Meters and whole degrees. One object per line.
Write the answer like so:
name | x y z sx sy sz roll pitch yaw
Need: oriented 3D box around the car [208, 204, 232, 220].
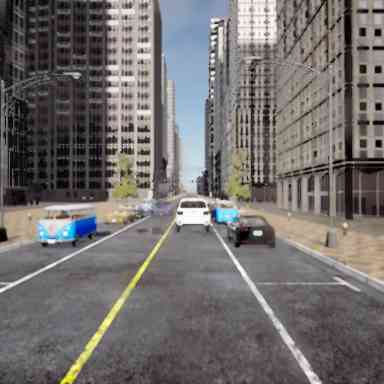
car | 2.658 1.887 32.601 1.947 1.339 4.313 0 -1 0

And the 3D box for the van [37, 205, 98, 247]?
van | -5.705 1.501 15.589 1.690 1.788 3.998 0 -1 0

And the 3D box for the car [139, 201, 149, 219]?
car | -5.723 1.873 32.591 2.008 1.369 4.403 0 -1 0

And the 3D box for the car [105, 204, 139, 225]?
car | -5.717 1.792 26.754 1.752 1.417 4.829 0 -1 0

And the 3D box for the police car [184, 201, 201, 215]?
police car | 0.057 1.914 41.844 2.038 1.542 4.974 0 0 0

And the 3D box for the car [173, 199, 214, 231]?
car | 0.077 1.451 22.686 2.150 2.045 5.566 0 0 0

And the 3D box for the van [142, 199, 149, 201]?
van | -5.734 1.768 43.930 1.690 1.788 3.998 0 -1 0

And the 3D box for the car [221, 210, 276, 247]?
car | 2.675 1.725 15.596 1.947 1.339 4.313 0 -1 0

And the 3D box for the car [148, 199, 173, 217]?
car | -3.133 1.705 35.890 2.097 1.767 4.553 0 -1 0

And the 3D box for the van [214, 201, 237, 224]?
van | 2.664 1.609 26.935 1.690 1.788 3.998 0 -1 0

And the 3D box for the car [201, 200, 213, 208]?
car | 2.628 2.124 60.943 2.008 1.369 4.403 0 0 0

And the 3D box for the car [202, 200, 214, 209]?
car | 2.634 2.052 55.446 1.752 1.417 4.829 0 0 0

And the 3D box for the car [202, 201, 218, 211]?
car | 2.640 2.027 49.605 2.008 1.369 4.403 0 0 0

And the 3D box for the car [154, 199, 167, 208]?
car | -5.752 2.014 60.934 1.967 1.590 4.097 0 0 0

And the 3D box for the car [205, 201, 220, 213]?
car | 2.646 1.953 44.108 1.752 1.417 4.829 0 -1 0

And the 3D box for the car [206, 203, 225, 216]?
car | 2.652 1.940 38.269 1.947 1.339 4.313 0 -1 0
